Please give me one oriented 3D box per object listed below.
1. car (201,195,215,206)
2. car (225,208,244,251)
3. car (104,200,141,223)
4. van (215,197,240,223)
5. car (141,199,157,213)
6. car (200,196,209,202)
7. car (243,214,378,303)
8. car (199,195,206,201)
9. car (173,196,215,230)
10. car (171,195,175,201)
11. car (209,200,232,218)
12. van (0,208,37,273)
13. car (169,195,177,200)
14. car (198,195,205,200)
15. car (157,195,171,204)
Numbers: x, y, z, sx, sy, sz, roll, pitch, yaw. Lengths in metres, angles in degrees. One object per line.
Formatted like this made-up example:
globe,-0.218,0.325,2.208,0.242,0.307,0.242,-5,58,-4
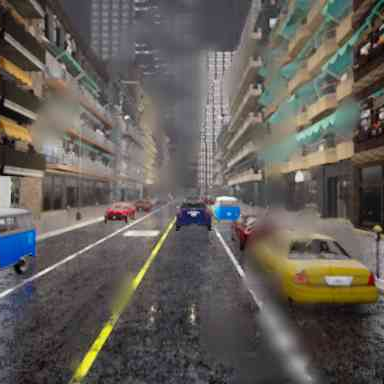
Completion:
car,2.565,1.361,53.477,1.967,1.590,4.097,0,0,0
car,2.569,1.554,13.650,1.802,1.307,4.206,0,0,0
car,-5.313,1.499,25.019,1.887,1.381,4.507,0,0,0
van,2.569,1.296,25.029,1.690,1.788,3.998,0,0,0
car,-5.314,1.483,36.399,1.887,1.381,4.507,0,0,0
car,2.561,1.496,70.547,1.802,1.307,4.206,0,0,0
car,2.570,1.508,8.130,1.752,1.417,4.829,0,0,0
car,2.559,1.496,81.926,1.802,1.307,4.206,0,0,0
car,0.098,1.312,21.040,2.097,1.767,4.553,0,0,0
car,-5.319,1.354,76.228,1.967,1.590,4.097,0,0,0
car,2.567,1.471,30.890,1.752,1.417,4.829,0,0,0
van,-5.308,1.324,7.949,1.690,1.788,3.998,1,0,0
car,-5.322,1.485,93.298,1.947,1.339,4.313,0,0,0
car,2.558,1.484,93.306,1.947,1.339,4.313,0,0,0
car,-5.316,1.358,59.158,1.967,1.590,4.097,0,0,0
